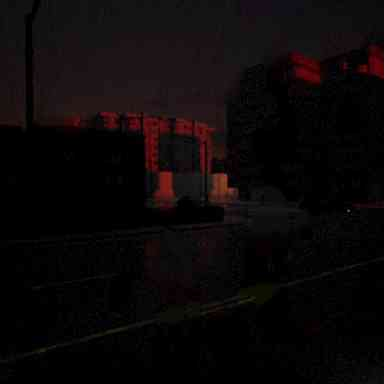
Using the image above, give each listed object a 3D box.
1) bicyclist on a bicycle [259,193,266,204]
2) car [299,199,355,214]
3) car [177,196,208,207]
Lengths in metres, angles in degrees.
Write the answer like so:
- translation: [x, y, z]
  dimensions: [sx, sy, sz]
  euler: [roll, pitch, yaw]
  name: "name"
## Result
- translation: [9.711, 0.916, 45.822]
  dimensions: [1.656, 1.620, 0.582]
  euler: [-1, 1, -37]
  name: "bicyclist on a bicycle"
- translation: [12.212, 1.302, 30.485]
  dimensions: [1.895, 1.301, 4.718]
  euler: [-1, 1, -36]
  name: "car"
- translation: [-0.058, 1.262, 40.518]
  dimensions: [1.812, 1.442, 4.674]
  euler: [-1, 1, -37]
  name: "car"
